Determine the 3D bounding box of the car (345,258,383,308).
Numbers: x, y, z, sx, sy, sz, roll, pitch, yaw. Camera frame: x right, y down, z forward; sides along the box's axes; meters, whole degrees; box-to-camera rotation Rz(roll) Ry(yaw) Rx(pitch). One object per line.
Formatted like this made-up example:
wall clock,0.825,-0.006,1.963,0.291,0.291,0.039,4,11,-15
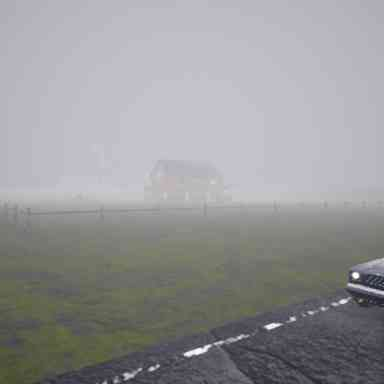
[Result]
car,5.190,1.641,6.826,4.718,1.301,1.895,0,0,-36
